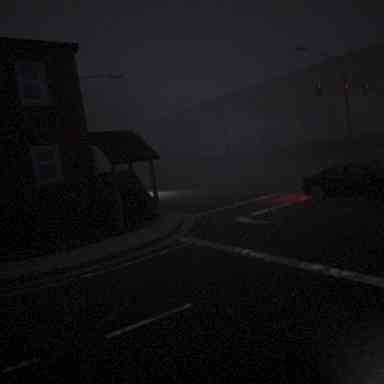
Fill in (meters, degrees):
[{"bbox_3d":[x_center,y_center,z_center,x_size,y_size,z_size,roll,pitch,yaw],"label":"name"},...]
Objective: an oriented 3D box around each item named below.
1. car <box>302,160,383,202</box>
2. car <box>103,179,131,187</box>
[{"bbox_3d":[6.630,-0.489,12.787,1.882,1.535,5.008,-12,7,-34],"label":"car"},{"bbox_3d":[-7.872,-0.546,34.111,2.128,1.511,4.902,-12,7,-34],"label":"car"}]
